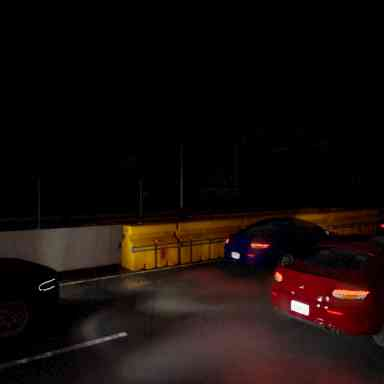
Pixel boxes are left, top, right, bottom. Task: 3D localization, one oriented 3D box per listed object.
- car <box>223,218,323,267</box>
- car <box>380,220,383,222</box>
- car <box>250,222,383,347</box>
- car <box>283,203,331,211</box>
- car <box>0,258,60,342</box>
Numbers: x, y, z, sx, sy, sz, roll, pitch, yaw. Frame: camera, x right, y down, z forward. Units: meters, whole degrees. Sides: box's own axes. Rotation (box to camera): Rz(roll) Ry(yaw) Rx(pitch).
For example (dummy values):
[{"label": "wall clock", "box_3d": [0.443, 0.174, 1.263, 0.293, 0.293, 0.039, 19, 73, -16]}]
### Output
[{"label": "car", "box_3d": [3.042, 1.525, 10.220, 4.674, 1.442, 1.812, 0, 0, -35]}, {"label": "car", "box_3d": [10.842, 1.545, 15.779, 5.357, 1.411, 2.033, 0, 0, -36]}, {"label": "car", "box_3d": [3.441, 1.525, 6.211, 4.674, 1.442, 1.812, 0, 0, -36]}, {"label": "car", "box_3d": [9.781, 1.598, 28.181, 4.718, 1.301, 1.895, 0, 0, -36]}, {"label": "car", "box_3d": [-4.570, 1.478, 4.785, 5.008, 1.535, 1.882, 0, 0, -35]}]
